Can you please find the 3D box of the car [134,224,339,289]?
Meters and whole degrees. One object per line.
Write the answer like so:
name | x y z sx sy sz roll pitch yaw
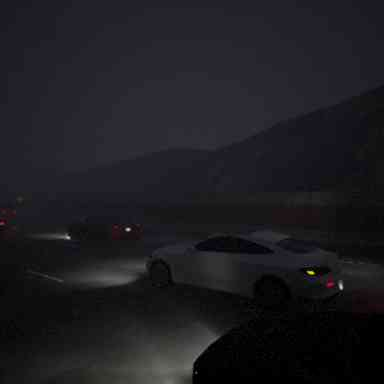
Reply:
car | 1.001 1.586 7.746 4.674 1.442 1.812 -1 -1 37

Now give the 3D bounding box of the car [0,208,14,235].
car | -12.612 1.798 19.592 5.357 1.411 2.033 -1 -1 45

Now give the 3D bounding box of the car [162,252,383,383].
car | 2.530 1.550 2.225 5.357 1.411 2.033 -1 -1 35

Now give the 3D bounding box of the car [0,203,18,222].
car | -16.872 1.710 28.792 4.553 1.767 2.097 -1 -1 45

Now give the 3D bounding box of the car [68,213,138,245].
car | -4.474 1.738 16.807 4.181 1.385 1.994 -1 -1 41
